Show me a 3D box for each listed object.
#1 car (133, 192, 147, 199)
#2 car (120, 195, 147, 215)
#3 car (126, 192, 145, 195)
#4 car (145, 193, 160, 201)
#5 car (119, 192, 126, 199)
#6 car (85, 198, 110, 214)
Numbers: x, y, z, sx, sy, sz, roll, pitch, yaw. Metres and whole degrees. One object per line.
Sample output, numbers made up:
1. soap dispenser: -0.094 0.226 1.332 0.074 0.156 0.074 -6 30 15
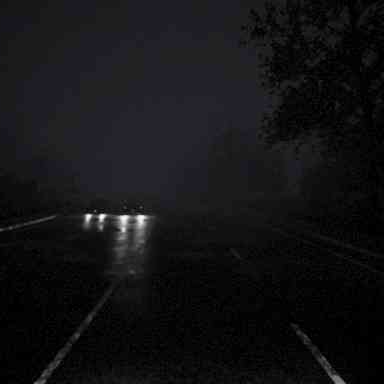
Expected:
1. car: -12.161 0.812 77.742 1.812 1.442 4.674 0 0 -27
2. car: -5.377 1.310 30.896 1.812 1.442 4.674 0 0 -7
3. car: -11.482 1.062 67.547 1.994 1.385 4.181 0 0 -23
4. car: -8.004 1.032 68.309 1.812 1.442 4.674 0 0 -23
5. car: -15.462 0.781 76.519 1.882 1.535 5.008 0 0 -27
6. car: -9.116 1.317 32.628 2.033 1.411 5.357 0 0 -8
